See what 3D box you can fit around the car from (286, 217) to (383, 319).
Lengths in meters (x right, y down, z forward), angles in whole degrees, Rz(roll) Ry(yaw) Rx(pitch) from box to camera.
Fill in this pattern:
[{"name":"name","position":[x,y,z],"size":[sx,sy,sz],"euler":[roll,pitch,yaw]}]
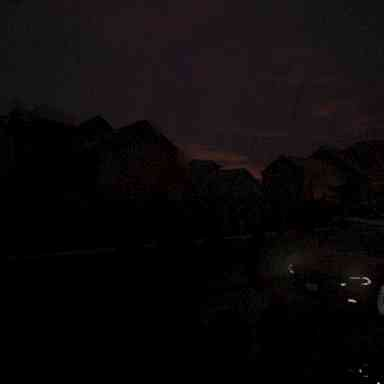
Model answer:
[{"name":"car","position":[4.293,1.565,7.760],"size":[5.008,1.535,1.882],"euler":[1,-1,-36]}]

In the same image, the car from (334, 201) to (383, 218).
[{"name":"car","position":[13.868,1.476,27.599],"size":[1.845,1.501,3.633],"euler":[1,0,-39]}]
